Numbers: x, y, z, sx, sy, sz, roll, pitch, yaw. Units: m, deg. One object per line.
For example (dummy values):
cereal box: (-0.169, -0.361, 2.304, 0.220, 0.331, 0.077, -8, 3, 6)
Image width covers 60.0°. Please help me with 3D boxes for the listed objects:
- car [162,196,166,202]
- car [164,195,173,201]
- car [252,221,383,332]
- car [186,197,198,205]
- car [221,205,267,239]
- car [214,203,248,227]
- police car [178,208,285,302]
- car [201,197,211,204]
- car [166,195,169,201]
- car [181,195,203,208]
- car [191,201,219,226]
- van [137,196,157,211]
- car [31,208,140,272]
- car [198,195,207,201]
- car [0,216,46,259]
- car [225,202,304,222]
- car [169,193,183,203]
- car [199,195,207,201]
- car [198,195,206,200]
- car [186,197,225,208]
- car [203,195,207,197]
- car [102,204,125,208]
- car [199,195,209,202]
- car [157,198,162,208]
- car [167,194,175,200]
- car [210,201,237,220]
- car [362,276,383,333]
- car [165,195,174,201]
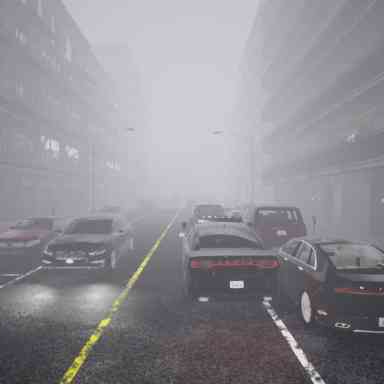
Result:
car: (-5.696, 1.541, 52.167, 2.008, 1.369, 4.403, 1, 0, 0)
car: (-5.705, 1.492, 80.354, 1.752, 1.417, 4.829, 1, 0, 0)
car: (2.698, 1.552, 6.741, 2.008, 1.369, 4.403, 1, 0, 0)
car: (-0.020, 1.549, 58.527, 1.994, 1.385, 4.181, 0, 0, 0)
car: (2.694, 1.526, 18.253, 1.752, 1.417, 4.829, 1, 0, 0)
car: (2.692, 1.544, 23.754, 1.887, 1.381, 4.507, 1, 0, 0)
police car: (0.694, 1.426, 8.444, 1.930, 1.638, 5.238, 0, 0, -2)
car: (2.681, 1.564, 63.451, 1.802, 1.307, 4.206, 1, 0, 0)
car: (-5.704, 1.538, 74.853, 1.947, 1.339, 4.313, 1, 0, 0)
car: (-0.005, 1.485, 44.917, 2.128, 1.511, 4.902, 0, 0, 0)
car: (0.836, 1.505, 24.349, 1.837, 1.490, 4.892, 0, 0, 0)
van: (-5.690, 1.337, 40.825, 1.690, 1.788, 3.998, 1, 0, 0)
car: (-3.106, 1.506, 10.863, 1.837, 1.490, 4.892, 0, 0, 0)
car: (2.673, 1.511, 86.132, 2.008, 1.369, 4.403, 1, 0, 0)
car: (-5.685, 1.583, 12.467, 1.802, 1.307, 4.206, 1, 0, 0)
car: (2.699, 1.316, 12.412, 2.192, 1.841, 5.009, 1, 0, 0)
car: (-3.024, 1.198, 69.755, 2.150, 2.045, 5.566, 0, 0, 0)
car: (2.675, 1.511, 80.462, 1.887, 1.381, 4.507, 1, 0, 0)
car: (2.671, 1.505, 91.803, 2.008, 1.369, 4.403, 1, 0, 0)
car: (0.858, 1.352, 18.318, 2.097, 1.767, 4.553, 0, 0, 0)
car: (2.683, 1.426, 57.779, 1.967, 1.590, 4.097, 1, 0, 0)
car: (-5.688, 1.566, 23.810, 1.947, 1.339, 4.313, 1, 0, 0)
car: (2.678, 1.412, 74.790, 1.967, 1.590, 4.097, 1, 0, 0)
car: (-5.695, 1.538, 46.495, 1.887, 1.381, 4.507, 1, 0, 0)
car: (-5.707, 1.394, 91.867, 1.967, 1.590, 4.097, 1, 0, 0)
car: (2.691, 1.543, 29.424, 1.887, 1.381, 4.507, 1, 0, 0)
car: (2.700, 1.551, 1.070, 2.008, 1.369, 4.403, 1, 0, 0)
car: (-5.707, 1.511, 86.195, 2.008, 1.369, 4.403, 1, 0, 0)
